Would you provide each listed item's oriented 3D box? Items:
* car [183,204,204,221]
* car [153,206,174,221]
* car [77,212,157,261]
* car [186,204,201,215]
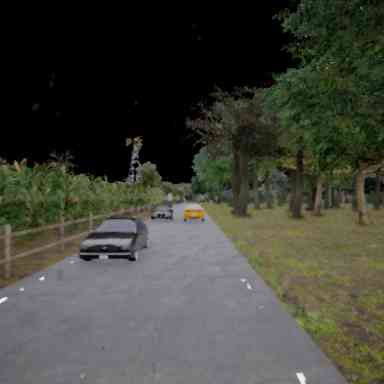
[{"bbox_3d":[0.181,1.942,32.231,1.882,1.535,5.008,0,-1,0],"label":"car"},{"bbox_3d":[-2.768,2.021,31.821,1.994,1.385,4.181,0,-1,0],"label":"car"},{"bbox_3d":[-2.819,1.736,13.274,2.033,1.411,5.357,0,-1,0],"label":"car"},{"bbox_3d":[0.209,2.228,43.056,1.895,1.301,4.718,0,-1,0],"label":"car"}]
